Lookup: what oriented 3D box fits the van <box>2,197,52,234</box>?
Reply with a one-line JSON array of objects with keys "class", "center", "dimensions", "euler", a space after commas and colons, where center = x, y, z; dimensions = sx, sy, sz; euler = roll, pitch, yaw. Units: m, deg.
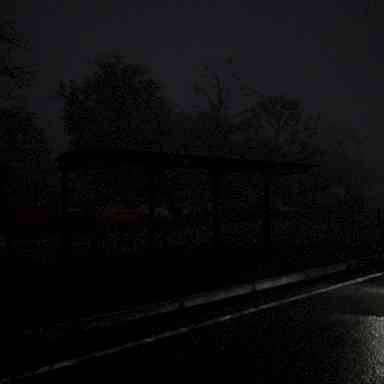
[{"class": "van", "center": [-9.996, 1.280, 19.712], "dimensions": [1.878, 1.987, 4.442], "euler": [0, 0, -36]}]

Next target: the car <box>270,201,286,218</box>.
[{"class": "car", "center": [5.857, 1.666, 30.941], "dimensions": [2.163, 1.488, 4.792], "euler": [0, 0, -36]}]

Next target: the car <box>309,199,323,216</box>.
[{"class": "car", "center": [10.373, 1.706, 34.170], "dimensions": [2.163, 1.488, 4.792], "euler": [1, 0, -36]}]

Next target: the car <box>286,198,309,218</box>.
[{"class": "car", "center": [8.239, 1.653, 32.379], "dimensions": [1.946, 1.575, 5.366], "euler": [1, 0, -36]}]

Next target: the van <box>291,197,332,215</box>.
[{"class": "van", "center": [12.716, 1.470, 35.665], "dimensions": [1.878, 1.987, 4.442], "euler": [1, 0, -36]}]

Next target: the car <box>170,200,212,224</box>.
[{"class": "car", "center": [-0.915, 1.453, 26.101], "dimensions": [2.185, 1.767, 4.553], "euler": [0, 0, -36]}]

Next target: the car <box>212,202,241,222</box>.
[{"class": "car", "center": [1.357, 1.598, 27.694], "dimensions": [2.097, 1.535, 5.008], "euler": [0, 0, -36]}]

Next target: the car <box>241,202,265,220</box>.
[{"class": "car", "center": [3.621, 1.618, 29.299], "dimensions": [2.231, 1.521, 4.892], "euler": [0, 0, -36]}]

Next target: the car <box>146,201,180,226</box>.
[{"class": "car", "center": [-3.154, 1.600, 24.458], "dimensions": [2.002, 1.452, 4.674], "euler": [0, 0, -36]}]

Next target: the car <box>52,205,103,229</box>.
[{"class": "car", "center": [-7.671, 1.564, 21.228], "dimensions": [2.002, 1.452, 4.674], "euler": [0, 0, -36]}]

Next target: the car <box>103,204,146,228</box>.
[{"class": "car", "center": [-5.410, 1.542, 22.842], "dimensions": [2.097, 1.535, 5.008], "euler": [0, 0, -36]}]
